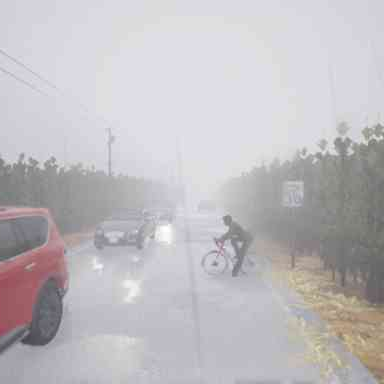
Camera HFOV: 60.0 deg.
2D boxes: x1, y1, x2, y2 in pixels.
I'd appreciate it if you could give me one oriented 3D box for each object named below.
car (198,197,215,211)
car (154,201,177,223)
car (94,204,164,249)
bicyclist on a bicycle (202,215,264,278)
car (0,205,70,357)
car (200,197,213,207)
[{"bbox_3d":[1.766,1.533,39.802,1.994,1.385,4.181,0,0,2],"label":"car"},{"bbox_3d":[-2.246,1.471,25.514,2.128,1.511,4.902,0,0,3],"label":"car"},{"bbox_3d":[-2.739,1.480,14.499,2.128,1.511,4.902,0,0,2],"label":"car"},{"bbox_3d":[1.091,1.445,8.797,1.656,1.620,0.582,0,0,2],"label":"bicyclist on a bicycle"},{"bbox_3d":[-3.239,1.220,3.486,2.150,2.045,5.566,0,0,2],"label":"car"},{"bbox_3d":[2.204,1.487,50.139,1.812,1.442,4.674,0,0,2],"label":"car"}]
